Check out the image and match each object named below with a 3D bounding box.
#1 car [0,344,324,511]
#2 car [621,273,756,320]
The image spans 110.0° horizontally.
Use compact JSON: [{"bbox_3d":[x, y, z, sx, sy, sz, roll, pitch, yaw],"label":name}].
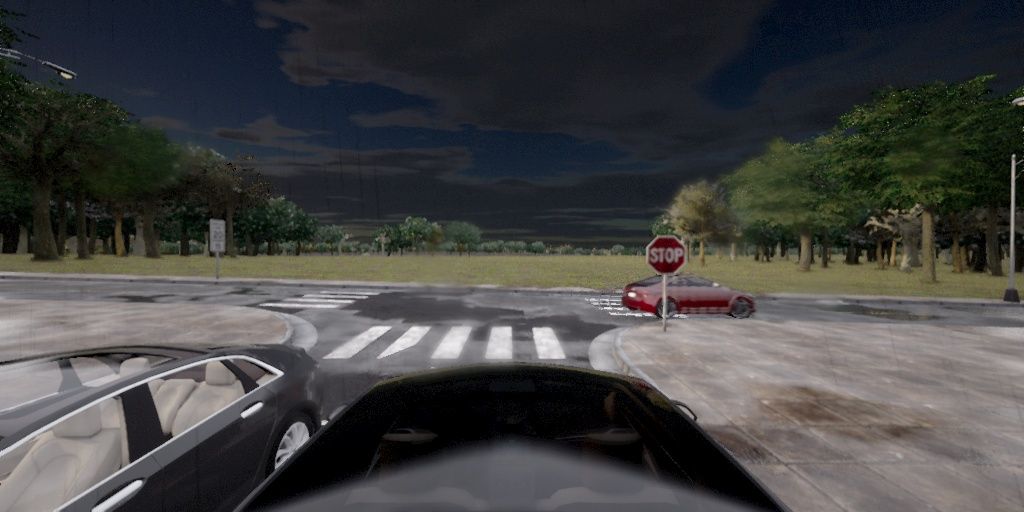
[{"bbox_3d":[-2.638,1.299,1.745,2.007,1.370,4.403,0,0,0],"label":"car"},{"bbox_3d":[5.880,1.283,12.055,4.181,1.385,1.994,2,0,-12],"label":"car"}]
